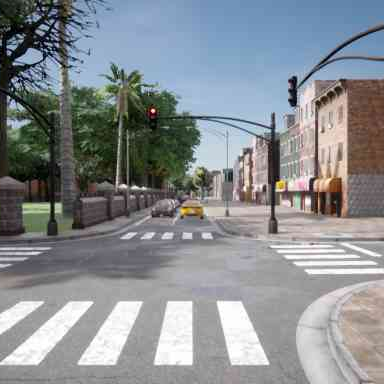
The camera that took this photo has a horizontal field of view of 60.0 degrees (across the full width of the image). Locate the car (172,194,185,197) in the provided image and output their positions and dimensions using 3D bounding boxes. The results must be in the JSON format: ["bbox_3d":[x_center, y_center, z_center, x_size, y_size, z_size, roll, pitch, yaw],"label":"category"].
[{"bbox_3d":[-2.946,1.402,64.289,2.150,2.045,5.566,0,0,0],"label":"car"}]

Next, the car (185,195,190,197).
[{"bbox_3d":[0.134,1.661,63.427,2.128,1.511,4.902,0,0,0],"label":"car"}]

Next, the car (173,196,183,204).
[{"bbox_3d":[-2.981,1.715,71.258,1.837,1.490,4.892,0,0,0],"label":"car"}]

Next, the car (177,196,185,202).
[{"bbox_3d":[-2.599,1.819,81.849,1.887,1.381,4.507,0,0,0],"label":"car"}]

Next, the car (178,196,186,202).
[{"bbox_3d":[-2.596,1.861,87.538,2.008,1.369,4.403,-1,0,0],"label":"car"}]

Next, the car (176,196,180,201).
[{"bbox_3d":[-2.621,1.498,36.340,1.967,1.590,4.097,0,0,0],"label":"car"}]

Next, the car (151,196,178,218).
[{"bbox_3d":[-2.625,1.482,30.652,1.967,1.590,4.097,0,0,0],"label":"car"}]

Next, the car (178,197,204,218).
[{"bbox_3d":[0.039,1.518,30.438,1.882,1.535,5.008,0,0,1],"label":"car"}]

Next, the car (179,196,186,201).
[{"bbox_3d":[-2.593,1.915,93.227,1.947,1.339,4.313,-1,0,0],"label":"car"}]

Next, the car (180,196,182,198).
[{"bbox_3d":[-2.616,1.680,47.718,1.802,1.307,4.206,0,0,0],"label":"car"}]
